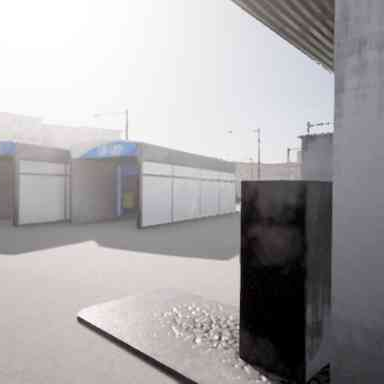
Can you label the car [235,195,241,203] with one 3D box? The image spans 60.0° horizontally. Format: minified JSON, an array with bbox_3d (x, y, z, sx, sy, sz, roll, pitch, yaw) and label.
[{"bbox_3d":[7.246,1.166,55.459,4.902,1.511,2.128,0,1,-33],"label":"car"}]
